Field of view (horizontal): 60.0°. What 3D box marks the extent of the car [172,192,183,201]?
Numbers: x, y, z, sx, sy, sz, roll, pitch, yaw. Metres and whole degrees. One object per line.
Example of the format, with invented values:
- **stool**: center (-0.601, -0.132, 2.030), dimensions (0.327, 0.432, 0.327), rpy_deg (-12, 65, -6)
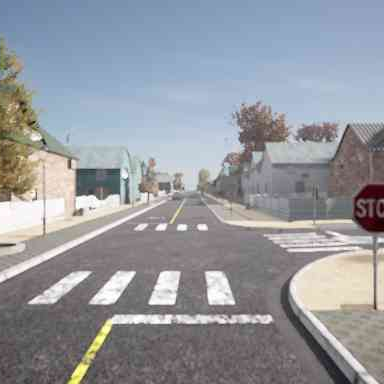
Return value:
- **car**: center (-2.700, 0.807, 61.441), dimensions (1.837, 1.490, 4.892), rpy_deg (0, 1, 0)
